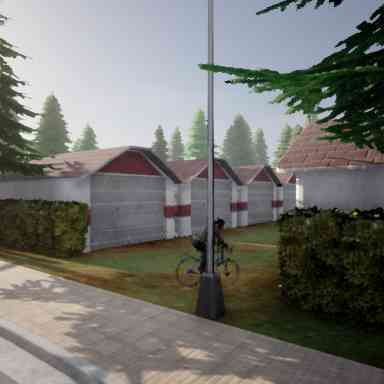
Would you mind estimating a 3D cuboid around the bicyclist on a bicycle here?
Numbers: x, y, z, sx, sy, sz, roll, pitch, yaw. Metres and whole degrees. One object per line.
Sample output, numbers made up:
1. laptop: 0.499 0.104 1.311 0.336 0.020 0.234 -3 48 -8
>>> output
1. bicyclist on a bicycle: 0.445 1.417 7.737 1.656 1.620 0.582 8 -3 -24
